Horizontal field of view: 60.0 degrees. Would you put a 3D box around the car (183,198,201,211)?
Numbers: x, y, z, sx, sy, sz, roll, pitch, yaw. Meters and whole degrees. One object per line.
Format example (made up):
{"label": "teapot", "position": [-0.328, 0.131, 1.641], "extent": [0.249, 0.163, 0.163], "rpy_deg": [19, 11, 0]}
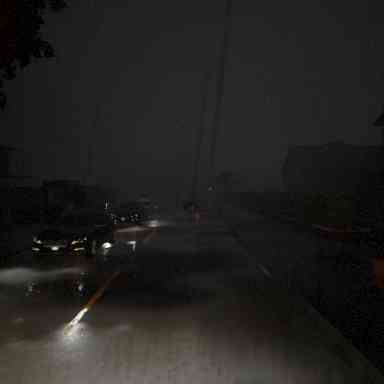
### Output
{"label": "car", "position": [0.035, 1.339, 36.452], "extent": [1.895, 1.301, 4.718], "rpy_deg": [0, 0, 1]}

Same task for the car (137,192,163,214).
{"label": "car", "position": [-4.066, 0.987, 32.645], "extent": [2.150, 2.045, 5.566], "rpy_deg": [0, 0, 0]}

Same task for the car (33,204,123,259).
{"label": "car", "position": [-4.093, 1.415, 12.367], "extent": [1.837, 1.490, 4.892], "rpy_deg": [0, 0, 0]}

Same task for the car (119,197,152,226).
{"label": "car", "position": [-4.087, 1.345, 22.187], "extent": [1.837, 1.490, 4.892], "rpy_deg": [0, 0, 0]}

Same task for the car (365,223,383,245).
{"label": "car", "position": [8.883, 1.275, 11.119], "extent": [5.357, 1.415, 2.033], "rpy_deg": [0, 0, 3]}
